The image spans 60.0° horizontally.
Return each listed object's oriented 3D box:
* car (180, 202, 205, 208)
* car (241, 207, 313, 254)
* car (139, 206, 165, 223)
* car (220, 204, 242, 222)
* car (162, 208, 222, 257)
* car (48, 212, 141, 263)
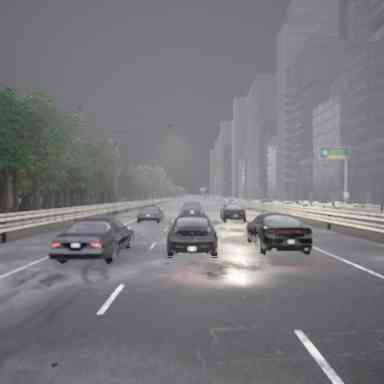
[{"bbox_3d":[0.026,1.652,28.400,2.097,1.767,4.553,0,-1,1],"label":"car"},{"bbox_3d":[3.531,1.623,14.219,1.882,1.535,5.008,0,0,1],"label":"car"},{"bbox_3d":[-3.475,1.867,28.492,1.994,1.385,4.181,0,-1,1],"label":"car"},{"bbox_3d":[3.535,1.787,29.220,1.882,1.535,5.008,0,0,1],"label":"car"},{"bbox_3d":[0.023,1.645,13.497,1.837,1.490,4.892,0,0,0],"label":"car"},{"bbox_3d":[-3.489,1.675,12.492,2.033,1.411,5.357,0,-1,0],"label":"car"}]
